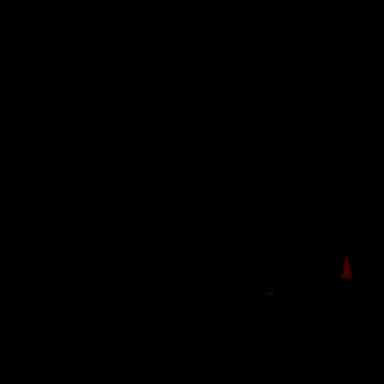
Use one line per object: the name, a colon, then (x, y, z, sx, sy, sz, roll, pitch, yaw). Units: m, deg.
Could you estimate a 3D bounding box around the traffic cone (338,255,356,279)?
traffic cone: (4.226, 2.022, 9.066, 0.340, 0.580, 0.340, 1, -1, -39)
